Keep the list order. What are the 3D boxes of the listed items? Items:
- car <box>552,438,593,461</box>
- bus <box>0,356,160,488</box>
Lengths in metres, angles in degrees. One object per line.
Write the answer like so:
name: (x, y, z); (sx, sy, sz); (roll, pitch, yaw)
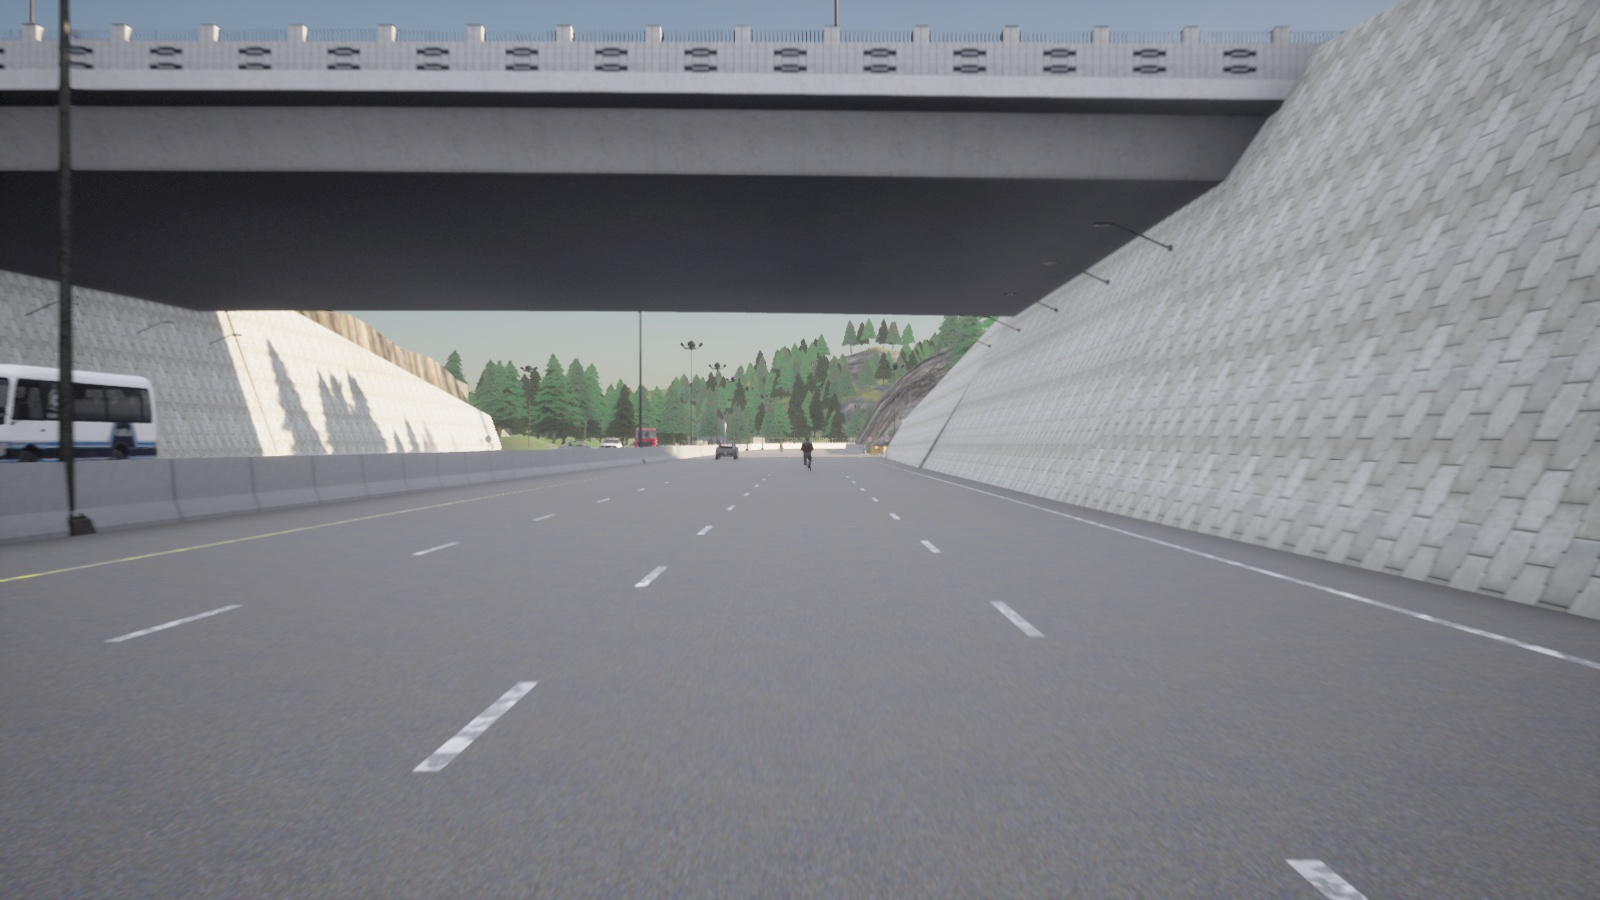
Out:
car: (-16.999, -0.064, 94.253); (2.152, 1.651, 5.027); (0, 0, 0)
bus: (-27.727, -0.929, 45.307); (3.944, 4.253, 10.273); (0, 0, 0)
